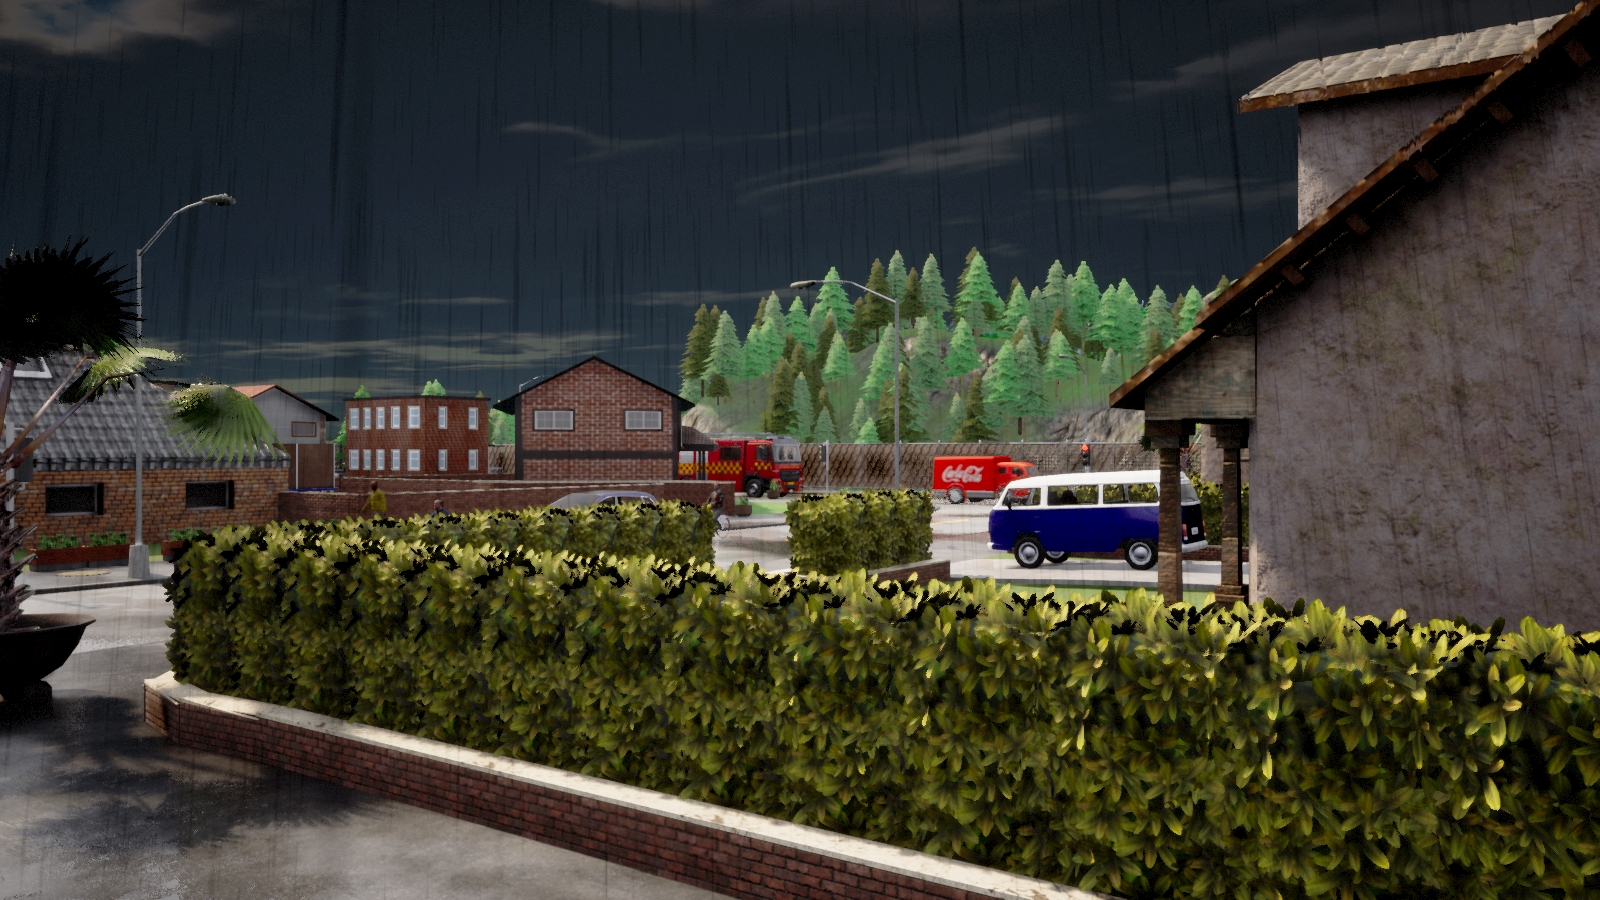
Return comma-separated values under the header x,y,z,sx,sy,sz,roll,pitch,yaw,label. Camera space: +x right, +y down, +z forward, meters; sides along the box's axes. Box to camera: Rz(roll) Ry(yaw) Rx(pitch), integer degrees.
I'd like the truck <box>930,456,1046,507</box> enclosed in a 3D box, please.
x,y,z,sx,sy,sz,roll,pitch,yaw,label
9.574,1.556,58.173,5.204,2.467,2.627,0,0,35,truck

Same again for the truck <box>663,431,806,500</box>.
x,y,z,sx,sy,sz,roll,pitch,yaw,label
-3.975,0.874,67.647,8.468,3.827,2.891,0,0,35,truck

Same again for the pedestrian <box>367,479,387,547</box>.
x,y,z,sx,sy,sz,roll,pitch,yaw,label
-11.728,1.732,31.687,0.375,1.860,0.375,0,0,33,pedestrian

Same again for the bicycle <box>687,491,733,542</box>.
x,y,z,sx,sy,sz,roll,pitch,yaw,label
-2.784,2.051,35.584,0.329,1.471,1.835,0,0,35,bicycle

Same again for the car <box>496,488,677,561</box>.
x,y,z,sx,sy,sz,roll,pitch,yaw,label
-5.756,1.958,31.296,2.242,1.667,4.611,0,0,35,car
